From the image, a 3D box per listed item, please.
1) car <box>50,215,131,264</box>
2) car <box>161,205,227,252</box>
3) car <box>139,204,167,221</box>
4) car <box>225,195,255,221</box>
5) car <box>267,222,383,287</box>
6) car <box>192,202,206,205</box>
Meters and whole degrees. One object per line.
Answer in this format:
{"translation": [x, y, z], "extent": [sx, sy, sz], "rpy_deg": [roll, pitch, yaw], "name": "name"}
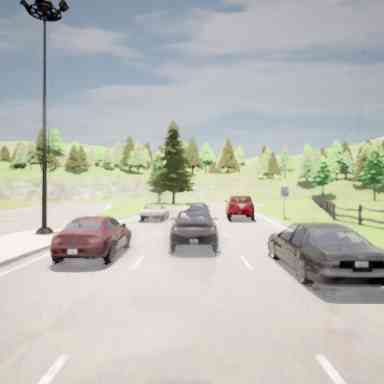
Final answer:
{"translation": [-3.423, 1.550, 11.856], "extent": [1.812, 1.442, 4.674], "rpy_deg": [0, 0, 0], "name": "car"}
{"translation": [0.086, 1.521, 14.118], "extent": [2.128, 1.511, 4.902], "rpy_deg": [0, 0, 0], "name": "car"}
{"translation": [-2.998, 1.658, 27.698], "extent": [1.895, 1.301, 4.718], "rpy_deg": [0, 0, 3], "name": "car"}
{"translation": [4.041, 1.279, 28.412], "extent": [2.150, 2.045, 5.566], "rpy_deg": [0, 0, 4], "name": "car"}
{"translation": [3.565, 1.568, 9.473], "extent": [2.033, 1.411, 5.357], "rpy_deg": [0, 0, 0], "name": "car"}
{"translation": [0.652, 1.626, 30.033], "extent": [1.994, 1.385, 4.181], "rpy_deg": [0, 0, 4], "name": "car"}
